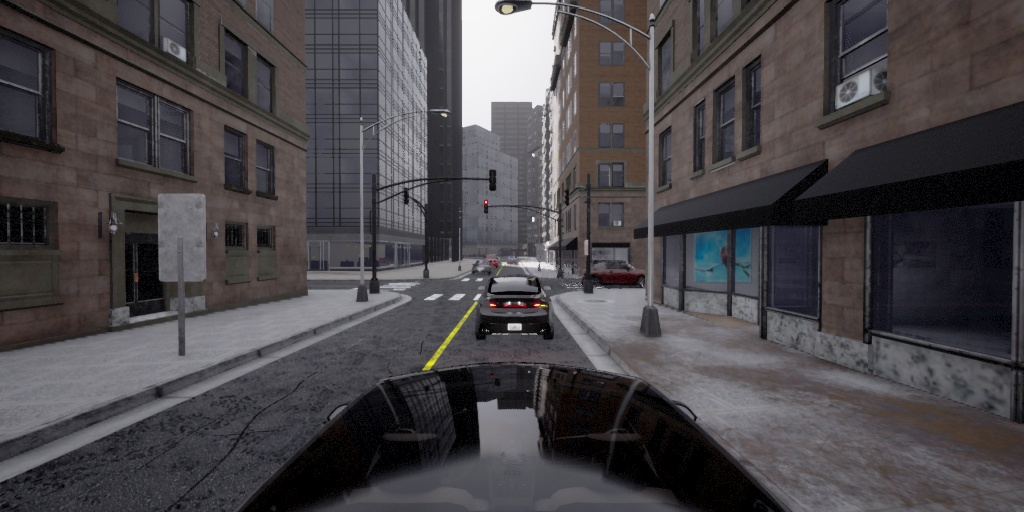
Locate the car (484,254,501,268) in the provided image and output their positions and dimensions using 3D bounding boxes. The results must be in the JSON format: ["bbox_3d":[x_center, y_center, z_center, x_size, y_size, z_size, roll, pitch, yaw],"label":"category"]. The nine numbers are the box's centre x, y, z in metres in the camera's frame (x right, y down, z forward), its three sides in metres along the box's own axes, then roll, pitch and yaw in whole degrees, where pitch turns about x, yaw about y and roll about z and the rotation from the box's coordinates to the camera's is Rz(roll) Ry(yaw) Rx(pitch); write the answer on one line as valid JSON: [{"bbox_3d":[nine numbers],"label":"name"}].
[{"bbox_3d":[-3.165,0.763,52.807,2.150,2.045,5.566,0,1,0],"label":"car"}]

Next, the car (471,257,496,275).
[{"bbox_3d":[-3.143,1.163,37.989,2.128,1.511,4.902,0,0,0],"label":"car"}]

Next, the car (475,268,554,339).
[{"bbox_3d":[0.068,1.252,10.001,1.837,1.490,4.892,0,0,0],"label":"car"}]

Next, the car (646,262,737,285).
[{"bbox_3d":[12.515,1.202,25.207,5.357,1.411,2.033,0,1,0],"label":"car"}]

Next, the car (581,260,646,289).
[{"bbox_3d":[6.626,1.063,22.277,4.553,1.767,2.097,0,1,9],"label":"car"}]
